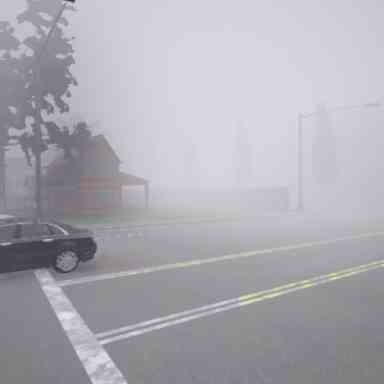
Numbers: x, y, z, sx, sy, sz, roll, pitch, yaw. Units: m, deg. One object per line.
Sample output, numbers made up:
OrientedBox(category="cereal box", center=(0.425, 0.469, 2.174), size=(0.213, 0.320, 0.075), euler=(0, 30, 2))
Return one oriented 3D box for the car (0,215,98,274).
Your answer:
OrientedBox(category="car", center=(-5.060, 1.493, 8.979), size=(4.892, 1.490, 1.837), euler=(0, 0, -35))
